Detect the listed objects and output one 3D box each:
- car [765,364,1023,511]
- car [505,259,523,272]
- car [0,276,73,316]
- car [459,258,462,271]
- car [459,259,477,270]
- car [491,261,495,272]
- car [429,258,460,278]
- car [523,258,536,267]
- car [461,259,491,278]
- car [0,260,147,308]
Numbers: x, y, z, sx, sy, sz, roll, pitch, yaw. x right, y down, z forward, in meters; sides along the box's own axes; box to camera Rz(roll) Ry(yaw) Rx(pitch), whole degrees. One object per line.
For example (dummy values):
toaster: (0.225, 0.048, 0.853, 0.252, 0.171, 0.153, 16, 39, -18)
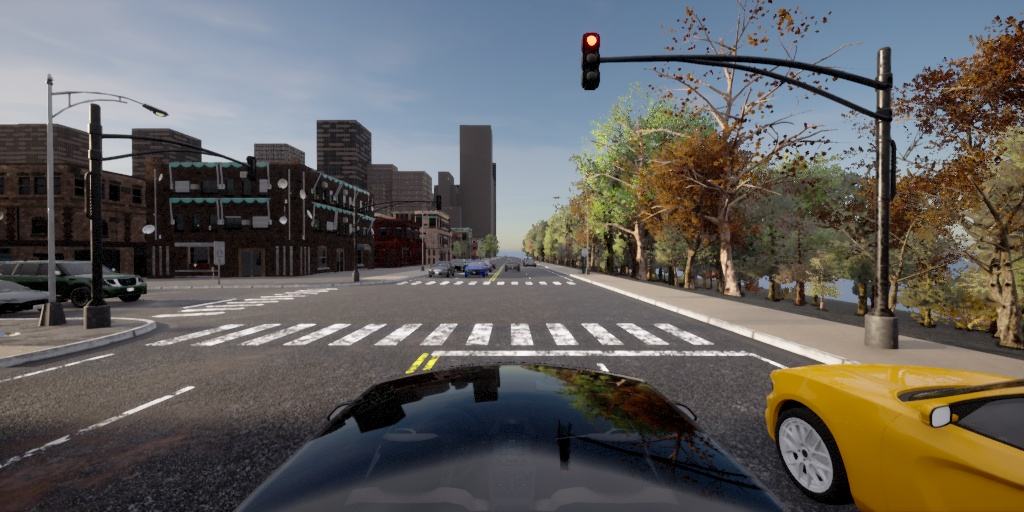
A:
car: (3.351, 1.228, 1.378, 1.882, 1.535, 5.008, 0, 0, 0)
car: (0.049, 1.224, 47.036, 2.128, 1.511, 4.902, 0, 0, 0)
car: (-19.960, 1.564, 13.482, 4.313, 1.339, 1.948, 0, 0, 0)
car: (-6.636, 1.087, 44.161, 2.097, 1.767, 4.553, 0, 0, 0)
car: (-6.636, 1.221, 54.530, 2.128, 1.511, 4.902, 0, 0, 0)
car: (-3.384, 1.260, 44.076, 1.812, 1.442, 4.674, 0, 0, 0)
car: (-6.627, 1.231, 34.287, 2.128, 1.511, 4.902, 0, 0, 0)
car: (3.272, 1.289, 64.483, 1.994, 1.385, 4.181, 0, 0, 1)
car: (-3.378, 1.216, 34.679, 1.882, 1.535, 5.008, 0, 0, 0)
car: (-20.012, 1.193, 16.183, 5.566, 2.045, 2.150, -1, 1, 0)
